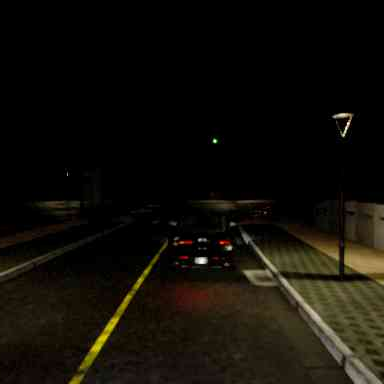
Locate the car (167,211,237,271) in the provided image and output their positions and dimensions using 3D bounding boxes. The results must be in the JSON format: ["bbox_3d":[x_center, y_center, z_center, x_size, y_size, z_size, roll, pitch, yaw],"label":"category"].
[{"bbox_3d":[0.340,1.362,10.398,1.837,1.490,4.892,0,1,3],"label":"car"}]

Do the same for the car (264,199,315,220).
[{"bbox_3d":[8.110,1.291,25.861,4.892,1.490,1.837,-1,0,-4],"label":"car"}]
